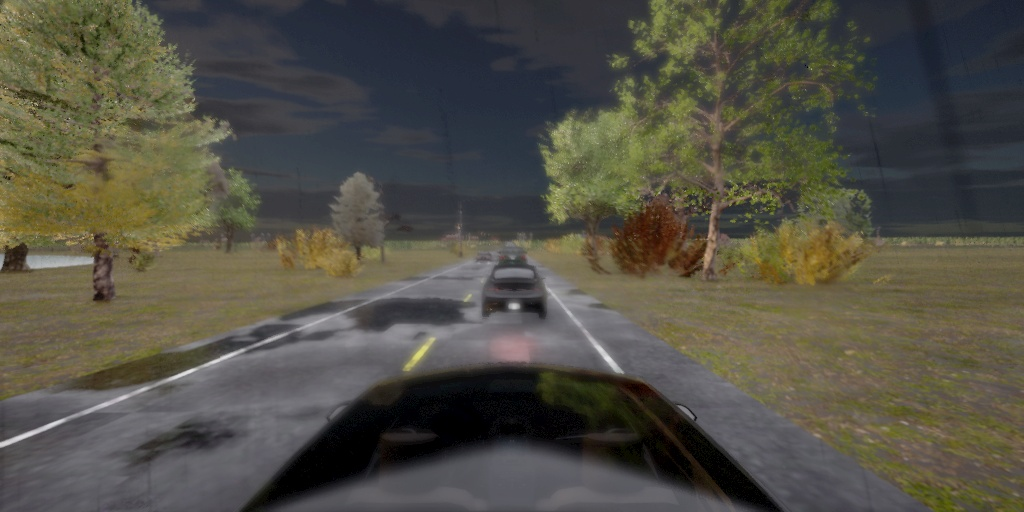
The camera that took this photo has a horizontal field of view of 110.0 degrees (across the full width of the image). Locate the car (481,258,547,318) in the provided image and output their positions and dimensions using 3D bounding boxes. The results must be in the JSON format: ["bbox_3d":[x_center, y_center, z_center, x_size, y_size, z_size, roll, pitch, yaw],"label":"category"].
[{"bbox_3d":[0.071,0.985,11.602,1.837,1.490,4.892,0,1,0],"label":"car"}]

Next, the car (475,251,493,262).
[{"bbox_3d":[-3.581,0.065,46.607,1.994,1.385,4.181,0,2,0],"label":"car"}]

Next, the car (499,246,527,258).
[{"bbox_3d":[0.090,0.202,29.767,2.150,2.045,5.566,0,1,0],"label":"car"}]
